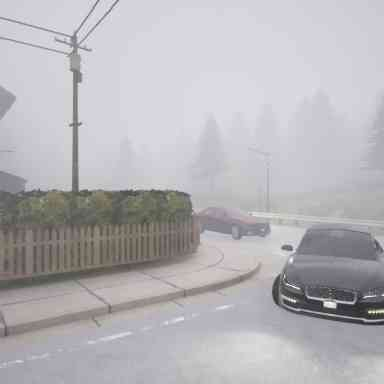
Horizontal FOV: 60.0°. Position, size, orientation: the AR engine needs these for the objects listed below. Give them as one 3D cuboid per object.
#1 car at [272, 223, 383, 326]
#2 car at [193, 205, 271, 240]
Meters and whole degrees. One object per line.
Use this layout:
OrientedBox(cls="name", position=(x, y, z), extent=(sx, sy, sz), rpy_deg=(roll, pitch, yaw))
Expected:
OrientedBox(cls="car", position=(3.231, 1.505, 7.350), extent=(1.837, 1.490, 4.892), rpy_deg=(0, 0, 27))
OrientedBox(cls="car", position=(1.932, 1.478, 17.486), extent=(1.882, 1.535, 5.008), rpy_deg=(0, 0, -33))
